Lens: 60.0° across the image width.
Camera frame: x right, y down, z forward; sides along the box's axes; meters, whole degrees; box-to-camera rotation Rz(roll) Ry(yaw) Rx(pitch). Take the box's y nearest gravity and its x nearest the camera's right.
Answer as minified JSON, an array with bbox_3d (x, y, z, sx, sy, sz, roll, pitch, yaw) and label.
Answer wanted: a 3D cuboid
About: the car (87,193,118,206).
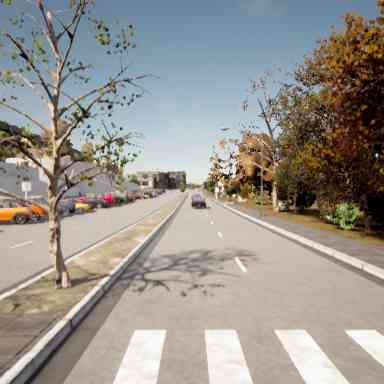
[{"bbox_3d":[-13.892,1.199,47.516,5.566,2.045,2.435,-1,1,-20],"label":"car"}]

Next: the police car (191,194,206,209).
[{"bbox_3d":[0.900,1.428,45.593,1.930,1.638,5.238,0,1,0],"label":"police car"}]

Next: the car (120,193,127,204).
[{"bbox_3d":[-13.838,1.136,53.512,5.566,2.045,2.435,-1,0,-20],"label":"car"}]

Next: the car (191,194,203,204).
[{"bbox_3d":[0.897,1.212,61.452,2.097,1.767,4.553,0,1,0],"label":"car"}]

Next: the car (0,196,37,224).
[{"bbox_3d":[-13.850,1.417,23.662,4.553,1.767,2.185,-1,0,-20],"label":"car"}]

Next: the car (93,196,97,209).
[{"bbox_3d":[-13.841,1.548,38.591,4.792,1.488,2.163,-1,0,-20],"label":"car"}]

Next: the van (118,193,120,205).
[{"bbox_3d":[-13.756,1.192,50.559,4.442,1.987,1.878,-1,0,-20],"label":"van"}]

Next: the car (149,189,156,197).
[{"bbox_3d":[-13.813,0.709,92.465,5.566,2.045,2.435,-1,0,-20],"label":"car"}]

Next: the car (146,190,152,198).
[{"bbox_3d":[-14.011,1.037,86.376,5.366,1.575,1.946,-1,1,-20],"label":"car"}]

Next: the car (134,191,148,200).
[{"bbox_3d":[-13.817,1.132,80.453,4.792,1.488,2.163,-1,0,-20],"label":"car"}]

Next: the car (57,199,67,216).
[{"bbox_3d":[-13.869,1.587,29.622,4.674,1.452,2.002,-1,0,-20],"label":"car"}]

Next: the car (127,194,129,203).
[{"bbox_3d":[-13.851,1.358,56.483,4.892,1.521,2.231,-1,1,-20],"label":"car"}]

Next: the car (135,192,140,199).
[{"bbox_3d":[-13.824,1.259,68.448,4.792,1.488,2.163,-1,0,-20],"label":"car"}]

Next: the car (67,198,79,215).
[{"bbox_3d":[-13.898,1.575,32.594,4.792,1.488,2.163,-1,0,-20],"label":"car"}]

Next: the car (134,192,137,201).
[{"bbox_3d":[-13.847,1.302,65.430,4.674,1.452,2.002,-1,1,-20],"label":"car"}]

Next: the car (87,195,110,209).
[{"bbox_3d":[-13.861,1.516,44.548,4.674,1.452,2.002,-1,1,-20],"label":"car"}]

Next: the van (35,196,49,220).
[{"bbox_3d":[-13.771,1.322,26.689,4.442,1.987,1.878,-1,0,-20],"label":"van"}]

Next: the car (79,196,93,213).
[{"bbox_3d":[-13.698,1.527,35.663,5.366,1.575,1.946,-1,0,-20],"label":"car"}]

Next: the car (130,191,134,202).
[{"bbox_3d":[-13.826,1.167,62.456,4.553,1.767,2.185,-1,1,-20],"label":"car"}]

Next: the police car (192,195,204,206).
[{"bbox_3d":[0.900,1.338,55.593,1.930,1.638,5.238,0,1,0],"label":"police car"}]
